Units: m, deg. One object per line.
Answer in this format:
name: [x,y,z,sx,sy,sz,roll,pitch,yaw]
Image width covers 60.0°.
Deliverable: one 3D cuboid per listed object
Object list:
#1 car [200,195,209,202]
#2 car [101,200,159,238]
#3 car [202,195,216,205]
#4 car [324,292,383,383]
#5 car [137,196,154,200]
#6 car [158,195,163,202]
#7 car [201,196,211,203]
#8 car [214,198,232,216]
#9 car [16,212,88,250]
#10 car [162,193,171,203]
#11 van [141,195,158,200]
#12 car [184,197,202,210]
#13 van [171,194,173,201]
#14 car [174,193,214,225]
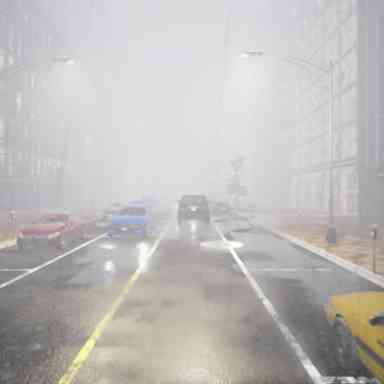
car: [2.721,1.316,71.124,1.752,1.417,4.829,0,0,0]
car: [-3.089,1.431,17.743,1.882,1.535,5.008,0,0,0]
car: [2.715,1.287,53.877,1.967,1.590,4.097,0,0,0]
car: [2.695,1.518,2.819,1.752,1.417,4.829,0,0,0]
car: [-5.673,1.444,36.819,1.887,1.381,4.507,0,0,0]
car: [-5.668,1.447,48.203,1.802,1.307,4.206,0,0,0]
car: [2.719,1.392,65.262,1.802,1.307,4.206,0,0,0]
car: [2.706,1.482,31.111,1.947,1.339,4.313,0,0,0]
car: [-5.681,1.546,14.048,1.802,1.307,4.206,0,0,0]
car: [-5.661,1.250,65.279,1.967,1.590,4.097,0,0,0]
van: [-5.670,1.223,42.511,1.690,1.788,3.998,0,0,0]
car: [0.117,1.373,42.490,2.128,1.511,4.902,0,0,0]
van: [-5.658,1.132,70.971,1.690,1.788,3.998,0,0,0]
car: [0.108,1.161,23.368,2.150,2.045,5.566,0,0,0]
